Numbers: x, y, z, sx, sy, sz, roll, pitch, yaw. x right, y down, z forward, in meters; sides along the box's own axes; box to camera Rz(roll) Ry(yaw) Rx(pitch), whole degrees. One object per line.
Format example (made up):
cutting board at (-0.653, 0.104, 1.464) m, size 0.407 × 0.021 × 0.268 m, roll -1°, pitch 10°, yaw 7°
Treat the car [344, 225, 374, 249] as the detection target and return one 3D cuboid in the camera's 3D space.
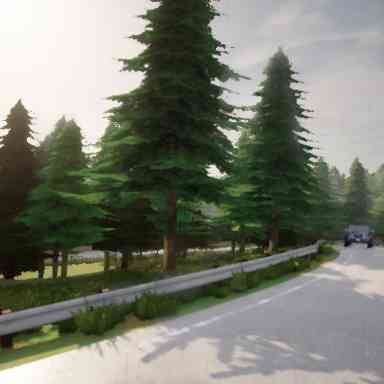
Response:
car at (15.307, 4.024, 30.494) m, size 2.150 × 2.045 × 5.566 m, roll 0°, pitch -7°, yaw 29°
